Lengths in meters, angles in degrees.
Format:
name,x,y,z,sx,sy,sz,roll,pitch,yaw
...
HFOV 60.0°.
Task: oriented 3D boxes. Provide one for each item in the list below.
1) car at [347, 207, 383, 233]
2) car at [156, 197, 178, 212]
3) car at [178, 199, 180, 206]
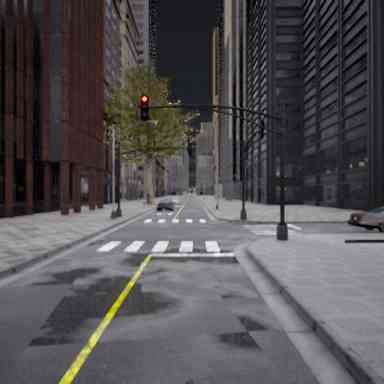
name,x,y,z,sx,sy,sz,roll,pitch,yaw
car,11.540,1.498,18.359,5.357,1.411,2.033,0,0,0
car,-3.068,1.571,39.042,2.033,1.411,5.357,0,0,0
car,-3.031,1.584,56.339,1.812,1.442,4.674,0,0,0
